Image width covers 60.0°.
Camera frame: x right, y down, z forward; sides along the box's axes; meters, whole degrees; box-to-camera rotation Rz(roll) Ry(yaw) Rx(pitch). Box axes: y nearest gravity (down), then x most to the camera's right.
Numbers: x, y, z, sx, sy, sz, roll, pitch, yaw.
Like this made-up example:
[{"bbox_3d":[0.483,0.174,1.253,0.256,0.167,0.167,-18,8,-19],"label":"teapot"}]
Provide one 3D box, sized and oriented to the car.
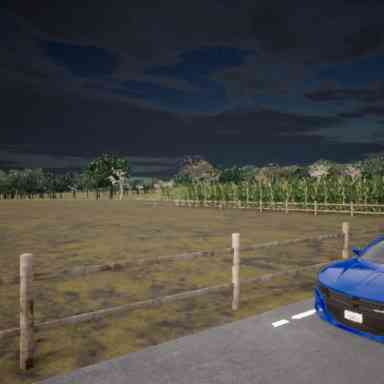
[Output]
[{"bbox_3d":[4.302,1.474,6.113,5.008,1.535,1.882,0,0,-35],"label":"car"}]
